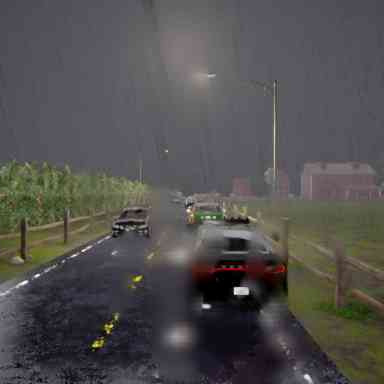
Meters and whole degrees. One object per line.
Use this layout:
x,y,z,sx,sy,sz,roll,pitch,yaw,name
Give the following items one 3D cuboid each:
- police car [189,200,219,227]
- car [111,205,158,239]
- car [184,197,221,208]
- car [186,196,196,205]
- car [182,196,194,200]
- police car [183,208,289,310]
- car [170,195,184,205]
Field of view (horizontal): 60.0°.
0.762,1.423,24.058,1.930,1.638,5.238,0,0,0,police car
-2.896,1.503,17.526,1.837,1.490,4.892,0,0,0,car
0.778,1.349,17.919,2.097,1.767,4.553,0,0,0,car
-0.163,1.532,62.734,1.882,1.535,5.008,0,0,0,car
-0.088,1.620,46.713,1.895,1.301,4.718,0,0,0,car
0.804,1.424,8.058,1.930,1.638,5.238,0,0,0,police car
-2.977,1.596,60.385,2.033,1.411,5.357,0,0,0,car
